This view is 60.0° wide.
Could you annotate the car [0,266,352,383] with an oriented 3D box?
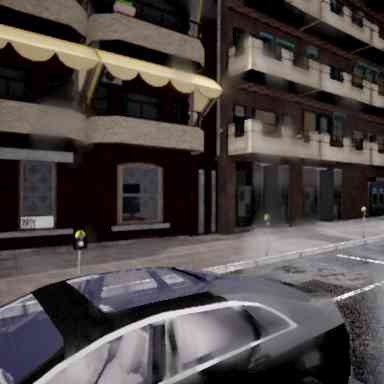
[{"bbox_3d":[-0.750,1.479,2.532,4.902,1.511,2.128,-1,1,-35],"label":"car"}]
